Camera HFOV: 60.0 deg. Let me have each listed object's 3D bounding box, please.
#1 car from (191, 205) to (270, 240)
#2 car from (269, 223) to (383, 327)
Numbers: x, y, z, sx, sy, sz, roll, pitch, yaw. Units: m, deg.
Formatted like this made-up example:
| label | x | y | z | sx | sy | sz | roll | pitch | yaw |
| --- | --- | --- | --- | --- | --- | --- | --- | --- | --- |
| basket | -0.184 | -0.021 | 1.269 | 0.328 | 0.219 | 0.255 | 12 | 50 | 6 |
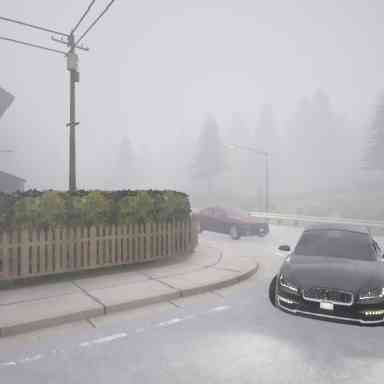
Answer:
| label | x | y | z | sx | sy | sz | roll | pitch | yaw |
| --- | --- | --- | --- | --- | --- | --- | --- | --- | --- |
| car | 1.861 | 1.478 | 17.434 | 1.882 | 1.535 | 5.008 | 0 | 0 | -33 |
| car | 3.159 | 1.505 | 7.298 | 1.837 | 1.490 | 4.892 | 0 | 0 | 27 |
